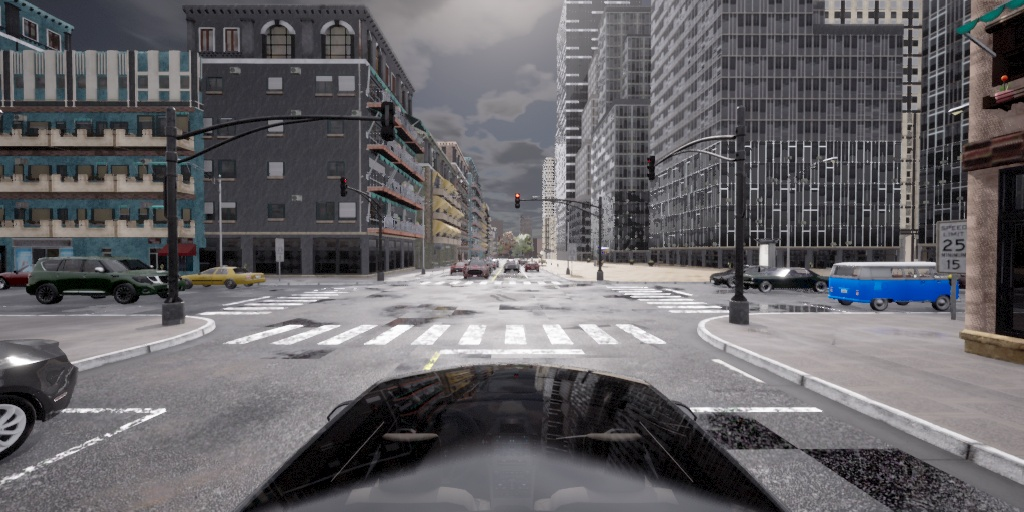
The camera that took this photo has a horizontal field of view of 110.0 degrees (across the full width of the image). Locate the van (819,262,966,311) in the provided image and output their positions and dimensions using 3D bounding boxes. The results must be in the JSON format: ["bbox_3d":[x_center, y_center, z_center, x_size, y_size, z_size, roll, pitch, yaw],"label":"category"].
[{"bbox_3d":[14.655,1.117,13.840,3.998,1.789,1.690,0,0,0],"label":"van"}]

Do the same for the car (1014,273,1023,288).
[{"bbox_3d":[24.592,1.218,19.663,5.357,1.411,2.033,0,1,0],"label":"car"}]

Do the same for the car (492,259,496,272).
[{"bbox_3d":[-3.214,1.345,41.501,1.895,1.301,4.718,0,0,0],"label":"car"}]

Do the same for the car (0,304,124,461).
[{"bbox_3d":[-5.690,1.300,2.123,2.007,1.370,4.403,0,0,0],"label":"car"}]

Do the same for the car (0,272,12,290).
[{"bbox_3d":[-28.839,1.189,22.019,4.097,1.591,1.967,0,0,0],"label":"car"}]

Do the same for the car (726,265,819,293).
[{"bbox_3d":[14.804,1.289,19.621,4.718,1.301,1.895,0,1,0],"label":"car"}]

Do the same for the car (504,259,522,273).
[{"bbox_3d":[-0.023,1.345,44.301,1.895,1.301,4.718,0,0,0],"label":"car"}]

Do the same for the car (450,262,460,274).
[{"bbox_3d":[-5.803,1.289,40.189,1.888,1.381,4.507,0,0,0],"label":"car"}]

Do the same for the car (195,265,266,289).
[{"bbox_3d":[-17.941,1.246,22.069,4.829,1.417,1.751,0,0,0],"label":"car"}]

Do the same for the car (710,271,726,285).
[{"bbox_3d":[14.617,1.215,22.220,4.313,1.339,1.948,0,0,0],"label":"car"}]

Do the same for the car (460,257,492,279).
[{"bbox_3d":[-3.165,1.097,32.472,2.097,1.767,4.553,0,0,-1],"label":"car"}]

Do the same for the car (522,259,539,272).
[{"bbox_3d":[2.527,1.289,45.920,1.888,1.381,4.507,0,0,0],"label":"car"}]

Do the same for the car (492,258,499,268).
[{"bbox_3d":[-3.241,1.345,51.564,1.895,1.301,4.718,0,0,0],"label":"car"}]

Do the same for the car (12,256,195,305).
[{"bbox_3d":[-18.258,1.031,16.260,5.566,2.045,2.150,0,1,0],"label":"car"}]
